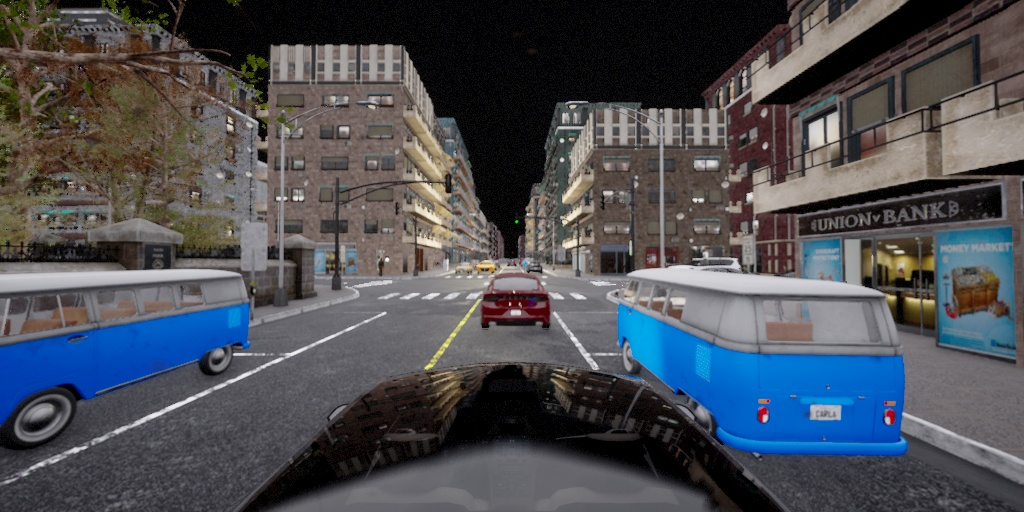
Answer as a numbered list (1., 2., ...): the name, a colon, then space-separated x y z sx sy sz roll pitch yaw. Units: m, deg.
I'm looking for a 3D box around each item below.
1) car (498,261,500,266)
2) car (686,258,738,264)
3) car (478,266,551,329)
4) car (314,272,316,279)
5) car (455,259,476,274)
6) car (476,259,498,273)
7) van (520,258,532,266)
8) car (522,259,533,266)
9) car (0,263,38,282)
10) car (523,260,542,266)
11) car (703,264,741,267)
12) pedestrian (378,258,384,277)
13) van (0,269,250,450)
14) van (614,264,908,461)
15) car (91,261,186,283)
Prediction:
1. car: -3.086 1.445 53.500 2.033 1.411 5.357 0 0 0
2. car: 15.107 1.167 28.403 5.566 2.045 2.150 0 -1 2
3. car: 0.100 1.254 11.377 1.882 1.535 5.008 0 0 0
4. car: -16.665 1.307 25.567 4.718 1.301 1.895 0 -1 1
5. car: -5.681 1.392 42.675 1.751 1.417 4.829 0 0 0
6. car: -3.094 1.346 43.539 1.882 1.535 5.008 0 0 0
7. van: 2.703 1.256 59.771 1.690 1.789 3.998 0 0 0
8. car: 2.700 1.433 48.487 2.007 1.370 4.403 0 0 0
9. car: -37.821 1.194 25.861 4.718 1.301 1.895 0 -1 1
10. car: 2.699 1.432 42.844 1.948 1.339 4.313 0 0 0
11. car: 13.538 1.385 22.630 4.313 1.339 1.948 0 0 1
12. pedestrian: -12.533 1.049 34.292 0.375 1.860 0.375 0 -2 1
13. van: -5.655 1.100 4.901 1.690 1.789 3.998 0 0 0
14. van: 2.660 1.100 4.898 1.690 1.789 3.998 0 0 0
15. car: -26.663 1.157 25.722 4.892 1.490 1.837 0 -1 1
